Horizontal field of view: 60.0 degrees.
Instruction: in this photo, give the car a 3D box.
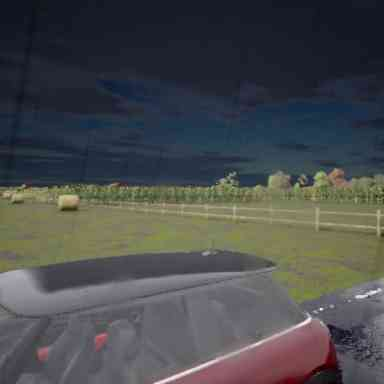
[{"bbox_3d":[-0.950,1.353,2.395,4.553,1.767,2.097,0,0,-35],"label":"car"}]
